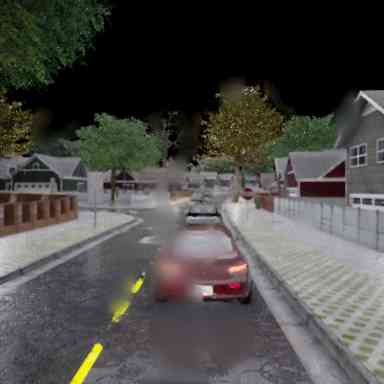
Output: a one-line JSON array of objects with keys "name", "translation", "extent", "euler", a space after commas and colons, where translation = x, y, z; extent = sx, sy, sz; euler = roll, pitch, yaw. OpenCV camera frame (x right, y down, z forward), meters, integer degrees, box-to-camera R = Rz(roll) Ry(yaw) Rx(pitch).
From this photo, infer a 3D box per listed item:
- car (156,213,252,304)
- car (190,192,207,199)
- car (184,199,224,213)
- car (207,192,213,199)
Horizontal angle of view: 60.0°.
[{"name": "car", "translation": [0.260, 1.451, 7.830], "extent": [1.812, 1.442, 4.674], "euler": [0, 1, 1]}, {"name": "car", "translation": [0.822, 0.890, 52.635], "extent": [1.837, 1.490, 4.892], "euler": [0, 2, 8]}, {"name": "car", "translation": [0.588, 1.330, 17.021], "extent": [2.128, 1.511, 4.902], "euler": [0, 1, 3]}, {"name": "car", "translation": [3.203, 0.665, 68.154], "extent": [2.033, 1.411, 5.357], "euler": [0, 1, 10]}]
